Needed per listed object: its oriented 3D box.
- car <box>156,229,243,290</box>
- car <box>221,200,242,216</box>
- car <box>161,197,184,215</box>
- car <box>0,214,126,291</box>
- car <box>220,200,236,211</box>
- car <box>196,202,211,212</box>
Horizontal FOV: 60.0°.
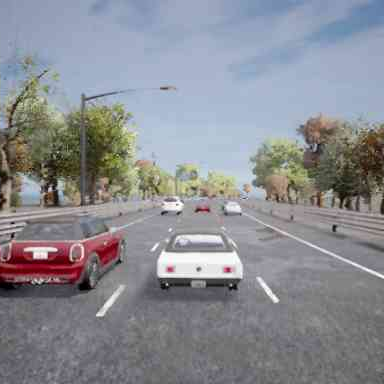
[{"bbox_3d":[0.181,1.693,9.303,1.895,1.301,4.718,0,-1,1],"label":"car"},{"bbox_3d":[4.673,1.927,38.668,1.812,1.442,4.674,0,-1,3],"label":"car"},{"bbox_3d":[-2.289,1.607,39.692,2.150,2.045,5.566,0,0,3],"label":"car"},{"bbox_3d":[-3.308,1.430,9.443,2.097,1.767,4.553,0,-1,1],"label":"car"},{"bbox_3d":[5.380,2.018,50.436,2.128,1.511,4.902,0,-1,4],"label":"car"},{"bbox_3d":[1.602,2.032,46.289,1.994,1.385,4.181,0,-1,4],"label":"car"}]
